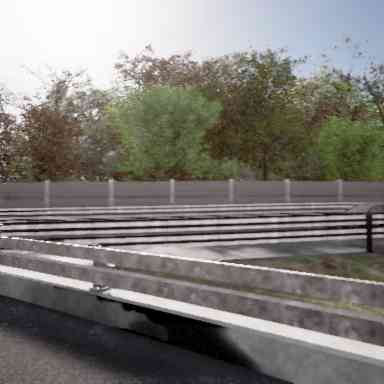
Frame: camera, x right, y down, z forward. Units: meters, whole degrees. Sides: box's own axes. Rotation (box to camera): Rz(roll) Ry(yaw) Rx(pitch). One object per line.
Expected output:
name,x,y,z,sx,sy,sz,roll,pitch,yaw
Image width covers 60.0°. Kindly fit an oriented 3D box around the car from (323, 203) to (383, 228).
car,9.484,1.355,17.821,5.008,1.535,1.882,0,0,-13
